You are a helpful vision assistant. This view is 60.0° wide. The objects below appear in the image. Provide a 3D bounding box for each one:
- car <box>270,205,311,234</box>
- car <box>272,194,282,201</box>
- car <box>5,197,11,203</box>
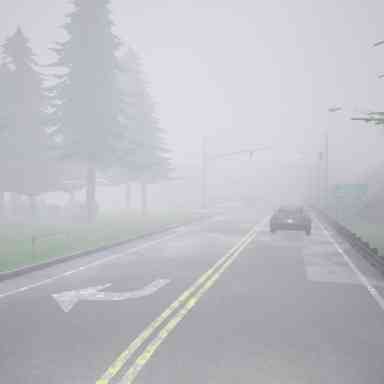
[{"bbox_3d":[5.307,1.369,17.860,1.994,1.385,4.181,0,0,17],"label":"car"},{"bbox_3d":[20.057,1.304,78.434,1.837,1.490,4.892,0,0,17],"label":"car"},{"bbox_3d":[-31.959,1.531,56.625,4.181,1.385,1.994,0,0,26],"label":"car"}]
